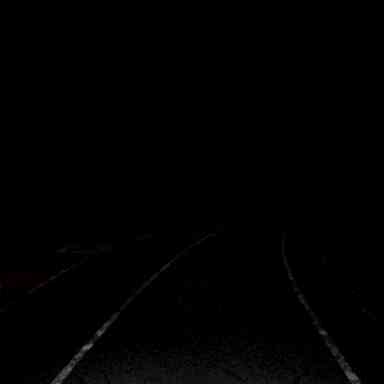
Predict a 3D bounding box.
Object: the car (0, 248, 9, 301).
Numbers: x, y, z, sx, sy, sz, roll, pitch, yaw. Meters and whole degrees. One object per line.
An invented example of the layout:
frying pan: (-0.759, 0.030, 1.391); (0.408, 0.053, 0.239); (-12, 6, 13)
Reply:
car: (-4.607, 1.488, 4.891); (1.837, 1.490, 4.892); (-1, 0, -2)
